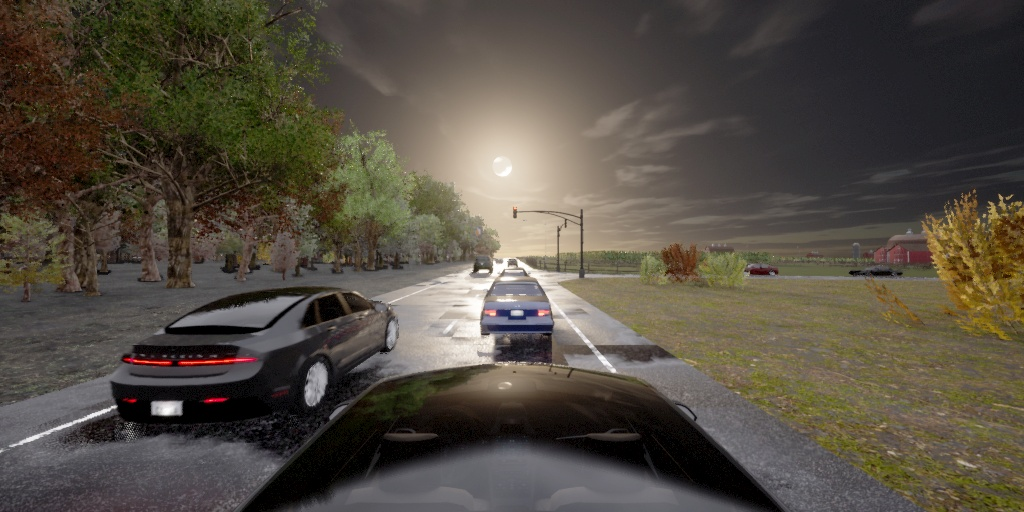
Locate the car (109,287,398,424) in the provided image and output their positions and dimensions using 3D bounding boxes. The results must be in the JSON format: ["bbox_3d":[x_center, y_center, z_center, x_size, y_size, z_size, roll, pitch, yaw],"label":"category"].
[{"bbox_3d":[-3.398,1.255,5.953,1.837,1.490,4.892,0,0,0],"label":"car"}]

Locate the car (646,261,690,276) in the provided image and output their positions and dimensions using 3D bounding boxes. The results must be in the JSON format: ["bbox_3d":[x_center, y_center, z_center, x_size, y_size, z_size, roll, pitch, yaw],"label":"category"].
[{"bbox_3d":[18.101,1.357,41.782,4.553,1.767,2.097,1,-1,1],"label":"car"}]

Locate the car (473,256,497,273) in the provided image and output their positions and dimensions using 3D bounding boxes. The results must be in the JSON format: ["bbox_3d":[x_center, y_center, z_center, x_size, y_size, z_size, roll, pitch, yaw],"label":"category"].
[{"bbox_3d":[-3.382,0.980,43.250,2.150,2.045,5.566,0,0,0],"label":"car"}]

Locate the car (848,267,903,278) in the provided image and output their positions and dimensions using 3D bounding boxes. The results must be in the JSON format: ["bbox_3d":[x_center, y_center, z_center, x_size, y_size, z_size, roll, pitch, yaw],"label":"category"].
[{"bbox_3d":[42.085,1.867,41.620,4.718,1.301,1.895,1,-1,1],"label":"car"}]

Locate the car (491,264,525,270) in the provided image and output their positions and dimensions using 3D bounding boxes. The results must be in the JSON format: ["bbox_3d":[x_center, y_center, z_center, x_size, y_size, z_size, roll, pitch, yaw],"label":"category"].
[{"bbox_3d":[0.114,1.318,19.629,1.994,1.385,4.181,0,0,0],"label":"car"}]

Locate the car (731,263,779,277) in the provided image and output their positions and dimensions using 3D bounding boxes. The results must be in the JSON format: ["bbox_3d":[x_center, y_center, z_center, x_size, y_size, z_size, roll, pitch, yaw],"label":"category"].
[{"bbox_3d":[28.131,1.592,41.704,5.008,1.535,1.882,0,-1,0],"label":"car"}]

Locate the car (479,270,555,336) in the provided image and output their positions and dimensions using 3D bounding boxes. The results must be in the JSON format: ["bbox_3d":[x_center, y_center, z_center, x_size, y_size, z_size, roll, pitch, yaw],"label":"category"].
[{"bbox_3d":[0.105,1.300,10.387,2.033,1.411,5.357,0,0,0],"label":"car"}]

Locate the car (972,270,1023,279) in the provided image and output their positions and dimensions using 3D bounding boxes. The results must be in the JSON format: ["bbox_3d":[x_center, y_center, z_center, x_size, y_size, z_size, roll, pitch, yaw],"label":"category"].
[{"bbox_3d":[51.435,1.909,37.956,4.718,1.301,1.895,1,-1,1],"label":"car"}]
